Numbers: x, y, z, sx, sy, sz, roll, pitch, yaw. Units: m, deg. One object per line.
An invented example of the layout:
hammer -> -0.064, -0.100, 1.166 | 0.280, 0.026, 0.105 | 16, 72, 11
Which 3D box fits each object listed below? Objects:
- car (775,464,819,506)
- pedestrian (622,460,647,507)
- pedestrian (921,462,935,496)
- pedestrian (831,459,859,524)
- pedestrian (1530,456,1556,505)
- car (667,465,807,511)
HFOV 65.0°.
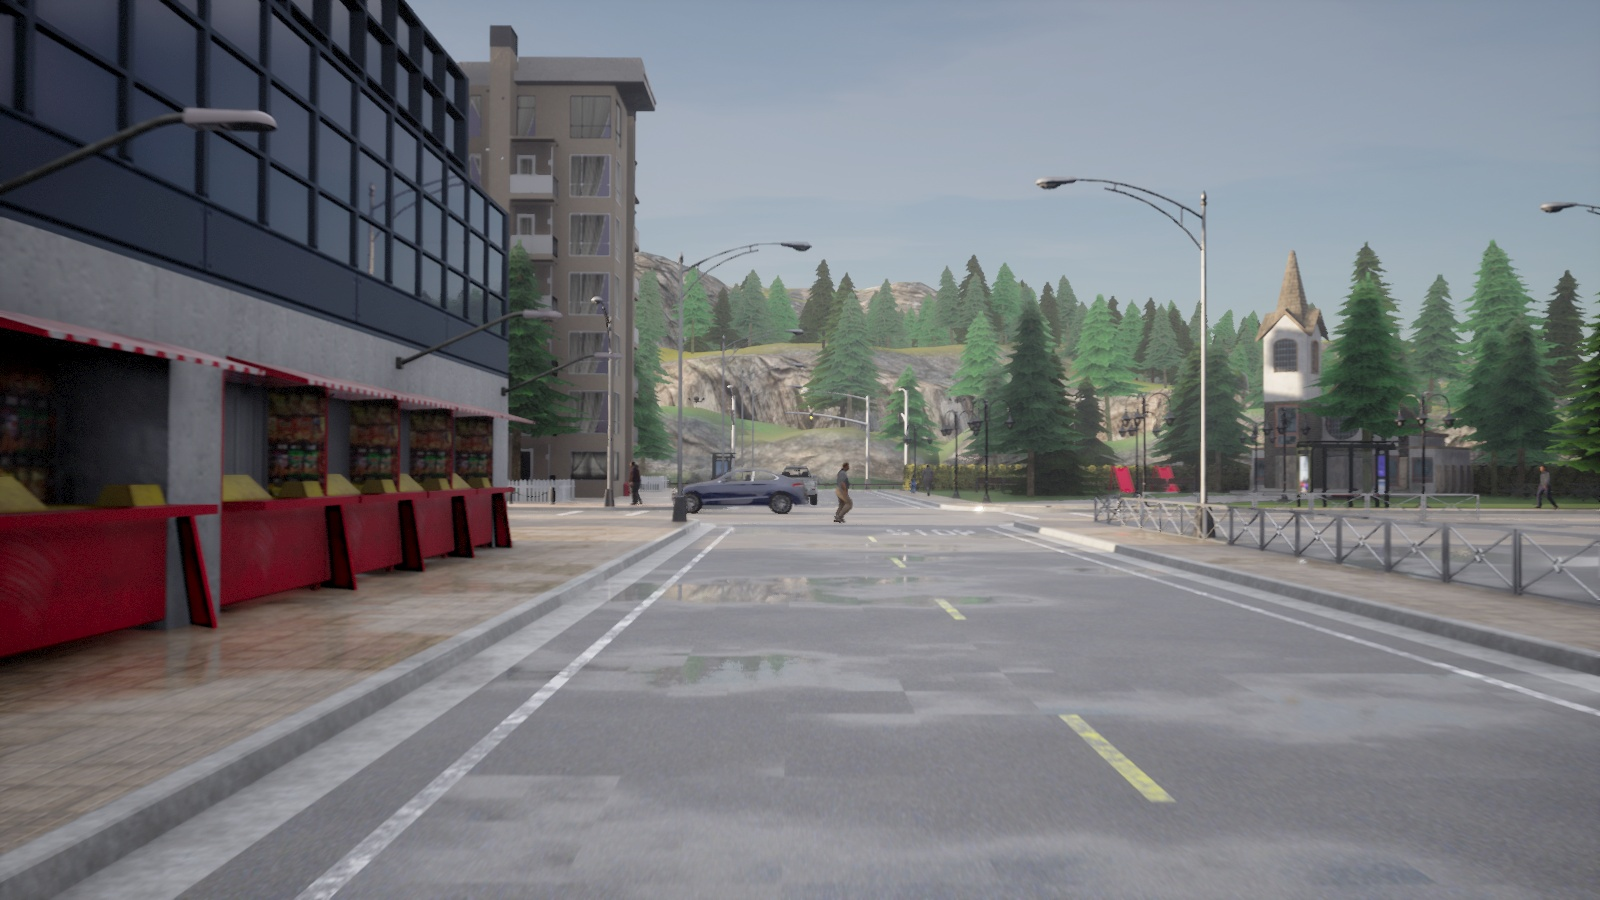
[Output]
car -> -0.150, 1.605, 58.127 | 1.932, 1.855, 4.605 | 0, -1, 0
pedestrian -> -6.645, 1.345, 50.489 | 0.899, 1.844, 0.634 | 0, -1, 1
pedestrian -> 7.362, 1.653, 72.084 | 0.659, 1.952, 0.873 | 0, -1, -2
pedestrian -> 1.308, 1.188, 36.337 | 0.694, 1.848, 0.540 | 0, -1, -10
pedestrian -> 29.672, 1.206, 50.147 | 0.788, 1.949, 0.423 | 0, -1, -3
car -> -2.284, 1.378, 46.184 | 5.027, 1.651, 2.152 | 0, -1, -1
